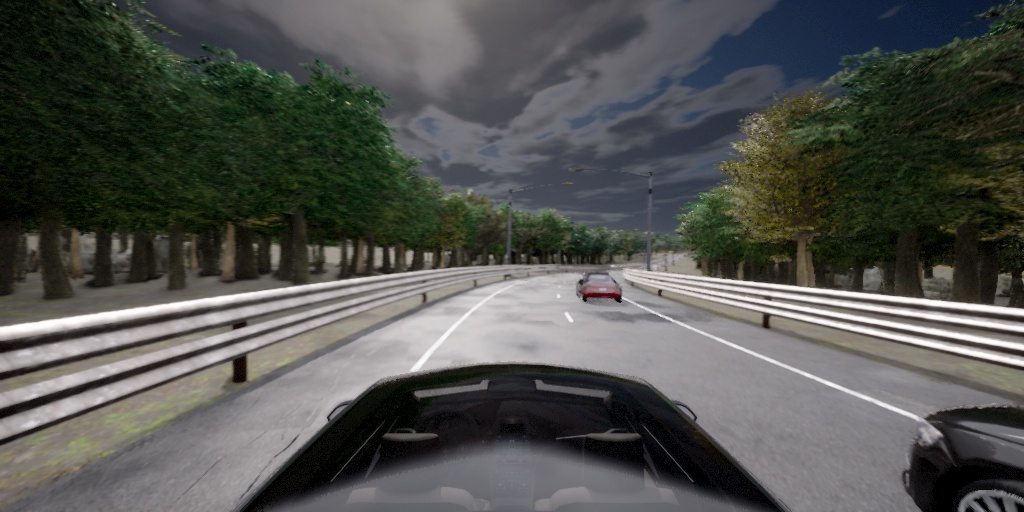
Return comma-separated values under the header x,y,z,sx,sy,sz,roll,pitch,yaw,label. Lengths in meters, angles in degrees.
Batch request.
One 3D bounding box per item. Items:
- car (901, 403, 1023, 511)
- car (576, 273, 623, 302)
x,y,z,sx,sy,sz,roll,pitch,yaw,label
3.918,1.319,0.625,2.128,1.511,4.902,1,0,-3,car
4.451,1.551,18.776,1.994,1.385,4.181,1,-1,6,car
